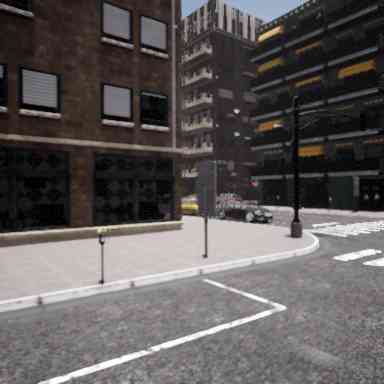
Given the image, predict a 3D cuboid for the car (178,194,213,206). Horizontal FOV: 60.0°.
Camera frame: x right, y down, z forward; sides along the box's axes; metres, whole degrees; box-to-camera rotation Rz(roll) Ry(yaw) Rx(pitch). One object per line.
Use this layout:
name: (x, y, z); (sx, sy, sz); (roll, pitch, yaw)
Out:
car: (0.382, 0.943, 40.594); (2.008, 1.369, 4.403); (0, 0, -36)

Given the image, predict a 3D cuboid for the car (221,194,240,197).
car: (3.662, 0.908, 36.093); (1.967, 1.590, 4.097); (0, 0, -36)

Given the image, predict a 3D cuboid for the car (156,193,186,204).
car: (-2.896, 0.867, 45.093); (2.008, 1.369, 4.403); (0, 0, -36)

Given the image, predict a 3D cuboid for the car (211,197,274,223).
car: (3.426, 1.226, 22.187); (2.008, 1.369, 4.403); (1, 0, -36)

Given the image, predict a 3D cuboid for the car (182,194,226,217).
car: (0.247, 1.126, 26.549); (1.752, 1.417, 4.829); (1, 0, -36)
